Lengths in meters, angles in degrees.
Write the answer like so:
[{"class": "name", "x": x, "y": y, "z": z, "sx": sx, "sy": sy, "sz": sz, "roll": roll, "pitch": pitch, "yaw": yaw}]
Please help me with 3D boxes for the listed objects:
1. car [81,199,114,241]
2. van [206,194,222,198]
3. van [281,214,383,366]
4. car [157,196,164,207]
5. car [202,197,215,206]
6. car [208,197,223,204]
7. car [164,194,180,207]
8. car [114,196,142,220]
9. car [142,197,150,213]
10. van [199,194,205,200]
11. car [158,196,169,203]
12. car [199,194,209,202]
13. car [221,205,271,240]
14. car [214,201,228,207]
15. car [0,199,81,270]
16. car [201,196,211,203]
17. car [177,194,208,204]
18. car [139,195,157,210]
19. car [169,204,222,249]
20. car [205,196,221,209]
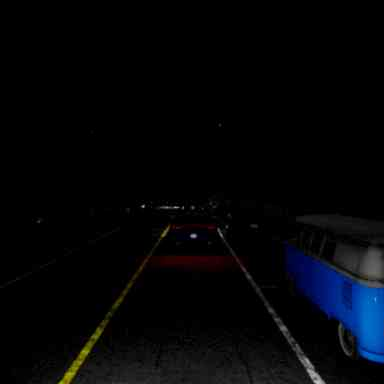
[{"class": "car", "x": -5.759, "y": 1.304, "z": 16.792, "sx": 2.192, "sy": 1.841, "sz": 5.009, "roll": 0, "pitch": 0, "yaw": 0}, {"class": "van", "x": 2.768, "y": 1.323, "z": 39.245, "sx": 1.690, "sy": 1.788, "sz": 3.998, "roll": 0, "pitch": 0, "yaw": 0}, {"class": "van", "x": 2.765, "y": 1.337, "z": 5.590, "sx": 1.690, "sy": 1.788, "sz": 3.998, "roll": 0, "pitch": 0, "yaw": 0}, {"class": "car", "x": -5.757, "y": 1.546, "z": 50.450, "sx": 1.947, "sy": 1.339, "sz": 4.313, "roll": 0, "pitch": 0, "yaw": 0}, {"class": "car", "x": 2.769, "y": 1.547, "z": 56.072, "sx": 1.947, "sy": 1.339, "sz": 4.313, "roll": 0, "pitch": 0, "yaw": 0}, {"class": "car", "x": 2.767, "y": 1.528, "z": 33.636, "sx": 1.887, "sy": 1.381, "sz": 4.507, "roll": 0, "pitch": 0, "yaw": 0}, {"class": "car", "x": -3.073, "y": 1.484, "z": 51.370, "sx": 1.837, "sy": 1.490, "sz": 4.892, "roll": 0, "pitch": 0, "yaw": 0}, {"class": "car", "x": -5.758, "y": 1.425, "z": 28.012, "sx": 1.967, "sy": 1.590, "sz": 4.097, "roll": 0, "pitch": 0, "yaw": 0}, {"class": "car", "x": -5.758, "y": 1.534, "z": 33.621, "sx": 2.008, "sy": 1.369, "sz": 4.403, "roll": 0, "pitch": 0, "yaw": 0}, {"class": "van", "x": 2.772, "y": 1.337, "z": 95.336, "sx": 1.690, "sy": 1.788, "sz": 3.998, "roll": 0, "pitch": 0, "yaw": 0}, {"class": "car", "x": -5.756, "y": 1.565, "z": 67.278, "sx": 1.802, "sy": 1.307, "sz": 4.206, "roll": 0, "pitch": 0, "yaw": 0}, {"class": "car", "x": 2.771, "y": 1.303, "z": 78.509, "sx": 2.192, "sy": 1.841, "sz": 5.009, "roll": 0, "pitch": 0, "yaw": 0}, {"class": "car", "x": 2.766, "y": 1.555, "z": 16.808, "sx": 1.947, "sy": 1.339, "sz": 4.313, "roll": 0, "pitch": 0, "yaw": 0}, {"class": "car", "x": 2.766, "y": 1.553, "z": 22.418, "sx": 1.947, "sy": 1.339, "sz": 4.313, "roll": 0, "pitch": 0, "yaw": 0}, {"class": "car", "x": -5.760, "y": 1.307, "z": 11.184, "sx": 2.192, "sy": 1.841, "sz": 5.009, "roll": 0, "pitch": 0, "yaw": 0}, {"class": "car", "x": 2.770, "y": 1.565, "z": 67.290, "sx": 1.802, "sy": 1.307, "sz": 4.206, "roll": 0, "pitch": 0, "yaw": 0}, {"class": "car", "x": 0.071, "y": 1.336, "z": 28.599, "sx": 2.097, "sy": 1.767, "sz": 4.553, "roll": 0, "pitch": 0, "yaw": 0}, {"class": "car", "x": -5.757, "y": 1.297, "z": 39.231, "sx": 2.192, "sy": 1.841, "sz": 5.009, "roll": 0, "pitch": 0, "yaw": 0}, {"class": "car", "x": 0.074, "y": 1.469, "z": 14.454, "sx": 1.882, "sy": 1.535, "sz": 5.008, "roll": 0, "pitch": -1, "yaw": 0}, {"class": "car", "x": 2.768, "y": 1.421, "z": 44.854, "sx": 1.967, "sy": 1.590, "sz": 4.097, "roll": 0, "pitch": 0, "yaw": 0}]
